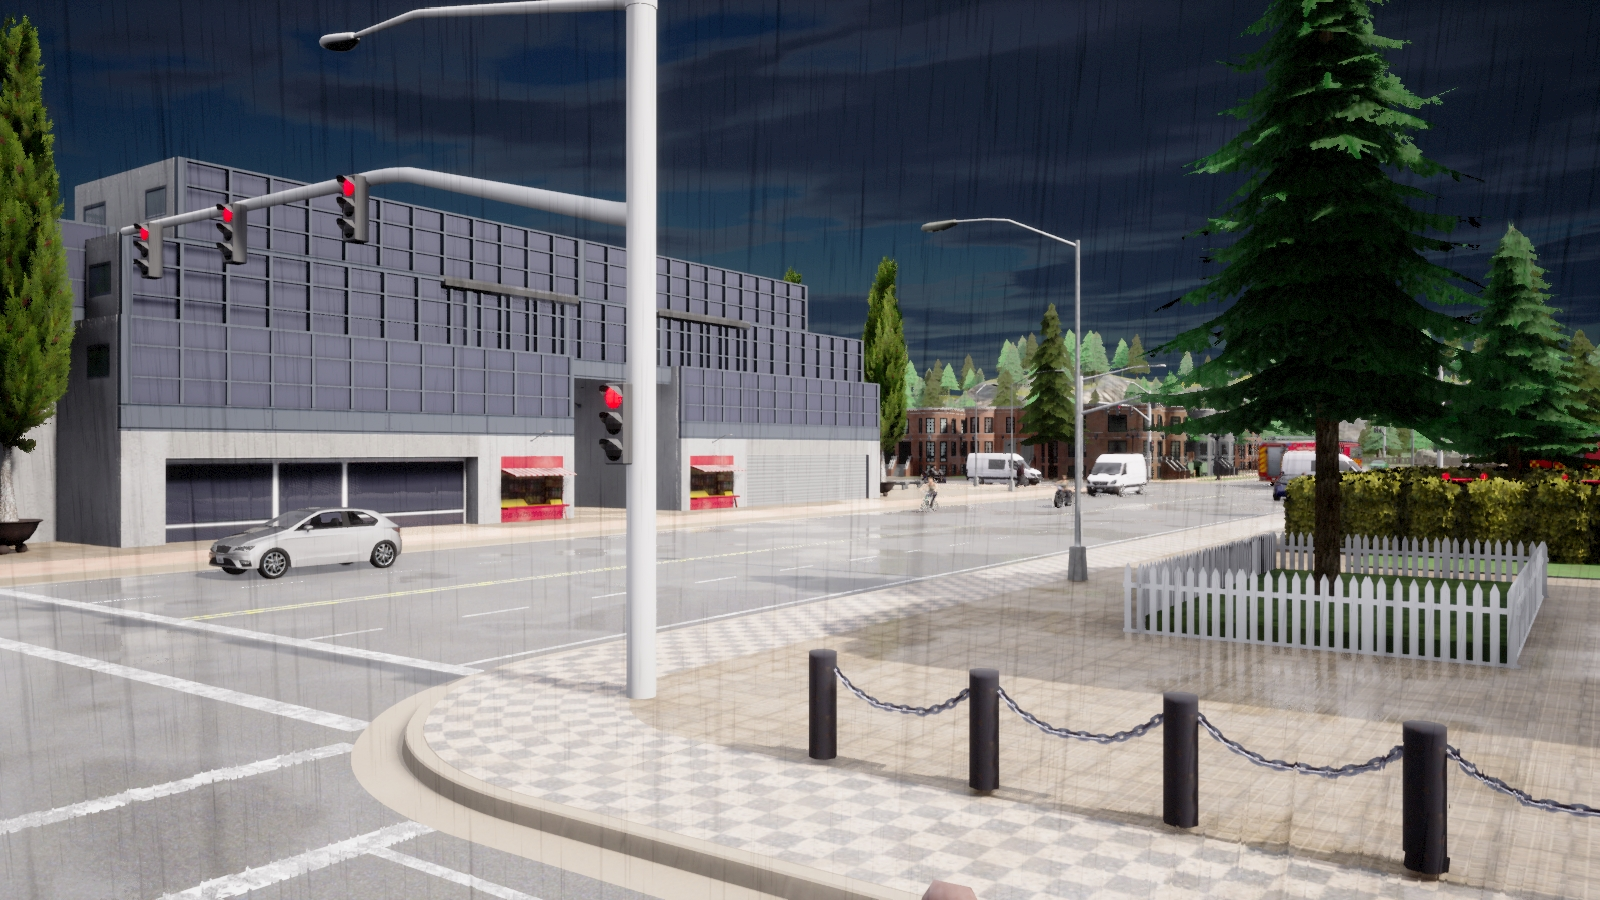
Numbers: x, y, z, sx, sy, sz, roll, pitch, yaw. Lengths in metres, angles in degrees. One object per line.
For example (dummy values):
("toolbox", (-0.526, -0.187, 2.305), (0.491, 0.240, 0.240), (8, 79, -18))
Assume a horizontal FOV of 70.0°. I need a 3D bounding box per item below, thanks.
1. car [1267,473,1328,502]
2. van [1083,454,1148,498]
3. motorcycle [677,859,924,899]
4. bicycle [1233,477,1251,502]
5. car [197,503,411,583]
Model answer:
("car", (27.765, 2.063, 63.661), (2.163, 1.488, 4.792), (0, 0, 35))
("van", (19.329, 1.534, 69.719), (1.988, 2.561, 5.915), (0, 0, 35))
("motorcycle", (0.509, 2.205, 3.428), (2.209, 1.251, 0.867), (0, 0, 35))
("bicycle", (24.334, 2.158, 62.852), (0.859, 1.276, 1.487), (0, 0, 23))
("car", (-11.323, 2.066, 26.349), (1.816, 1.474, 4.193), (0, 0, 35))
